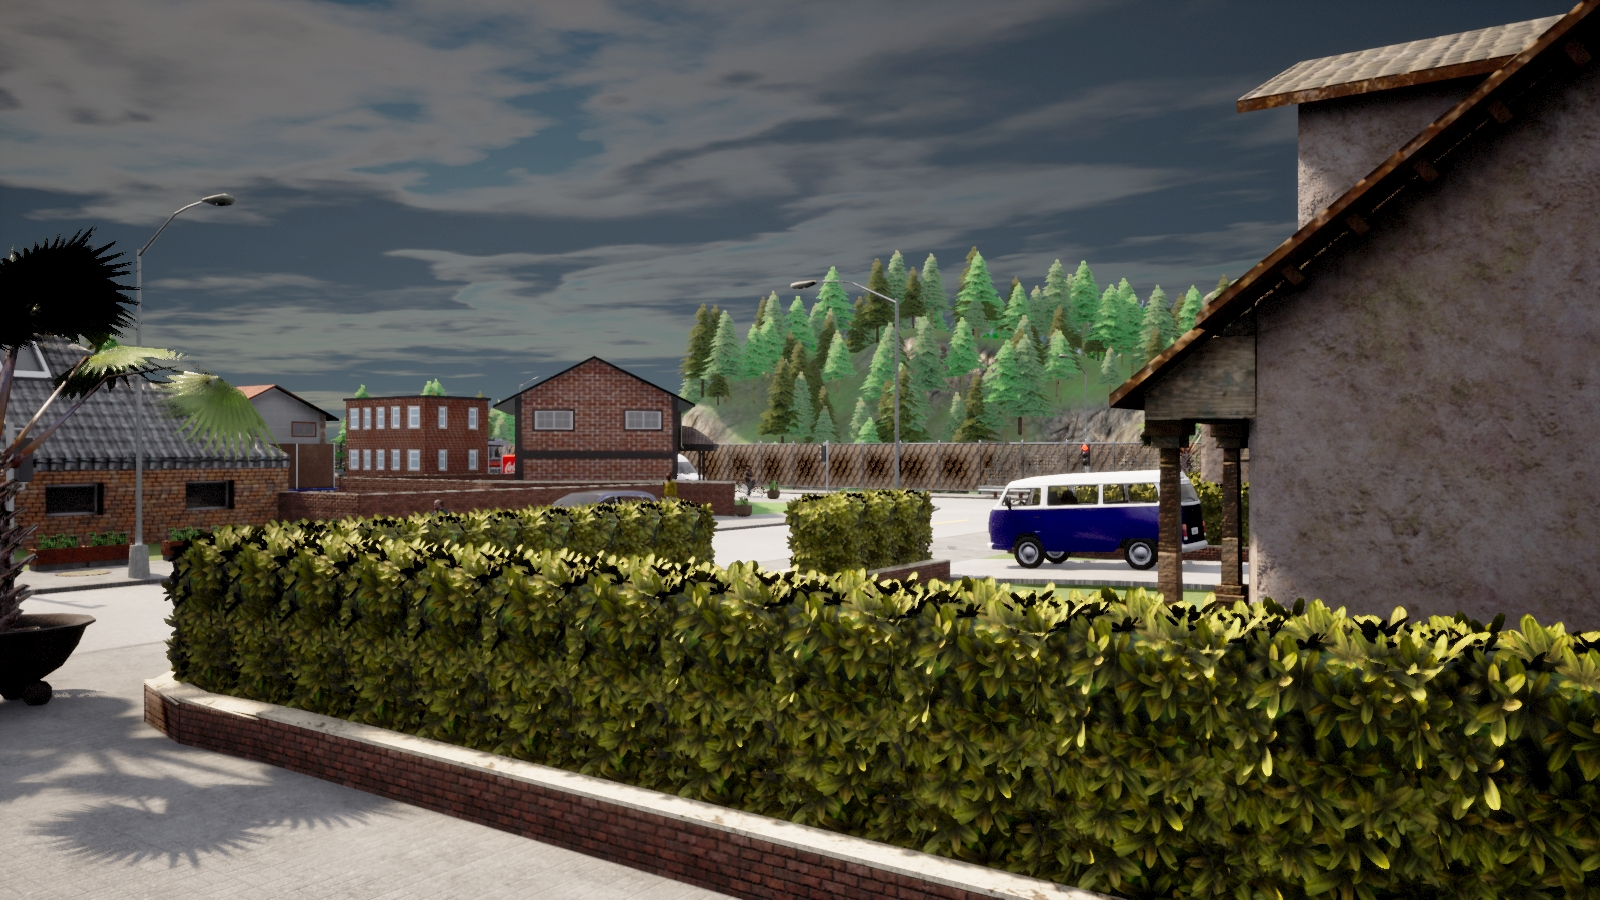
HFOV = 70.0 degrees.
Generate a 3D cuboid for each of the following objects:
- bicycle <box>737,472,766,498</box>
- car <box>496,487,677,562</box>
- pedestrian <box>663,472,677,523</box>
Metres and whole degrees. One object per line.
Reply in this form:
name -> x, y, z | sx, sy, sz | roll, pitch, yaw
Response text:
bicycle -> -2.847, 2.044, 66.872 | 1.835, 1.471, 0.329 | 0, 0, 35
car -> -5.754, 1.954, 31.298 | 2.242, 1.667, 4.611 | 0, 1, 35
pedestrian -> -4.748, 1.732, 41.671 | 0.375, 1.860, 0.375 | 0, 0, 29
